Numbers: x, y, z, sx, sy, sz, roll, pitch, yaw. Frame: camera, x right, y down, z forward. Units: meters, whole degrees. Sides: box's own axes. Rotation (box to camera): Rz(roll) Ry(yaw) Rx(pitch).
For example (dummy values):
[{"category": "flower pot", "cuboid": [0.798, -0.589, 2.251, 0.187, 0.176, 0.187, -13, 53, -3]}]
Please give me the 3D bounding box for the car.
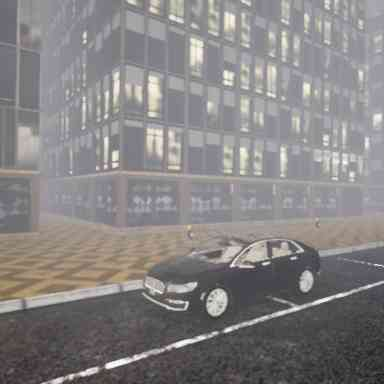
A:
[{"category": "car", "cuboid": [1.065, 1.606, 7.320, 4.403, 1.369, 2.008, 1, 0, -36]}]
